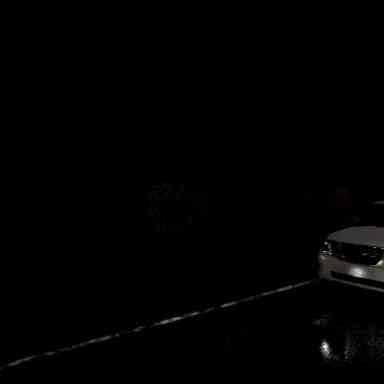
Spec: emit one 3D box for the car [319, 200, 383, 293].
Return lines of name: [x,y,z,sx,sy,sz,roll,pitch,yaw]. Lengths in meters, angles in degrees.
car: [5.352,1.148,7.874,5.566,2.045,2.150,0,0,-36]
